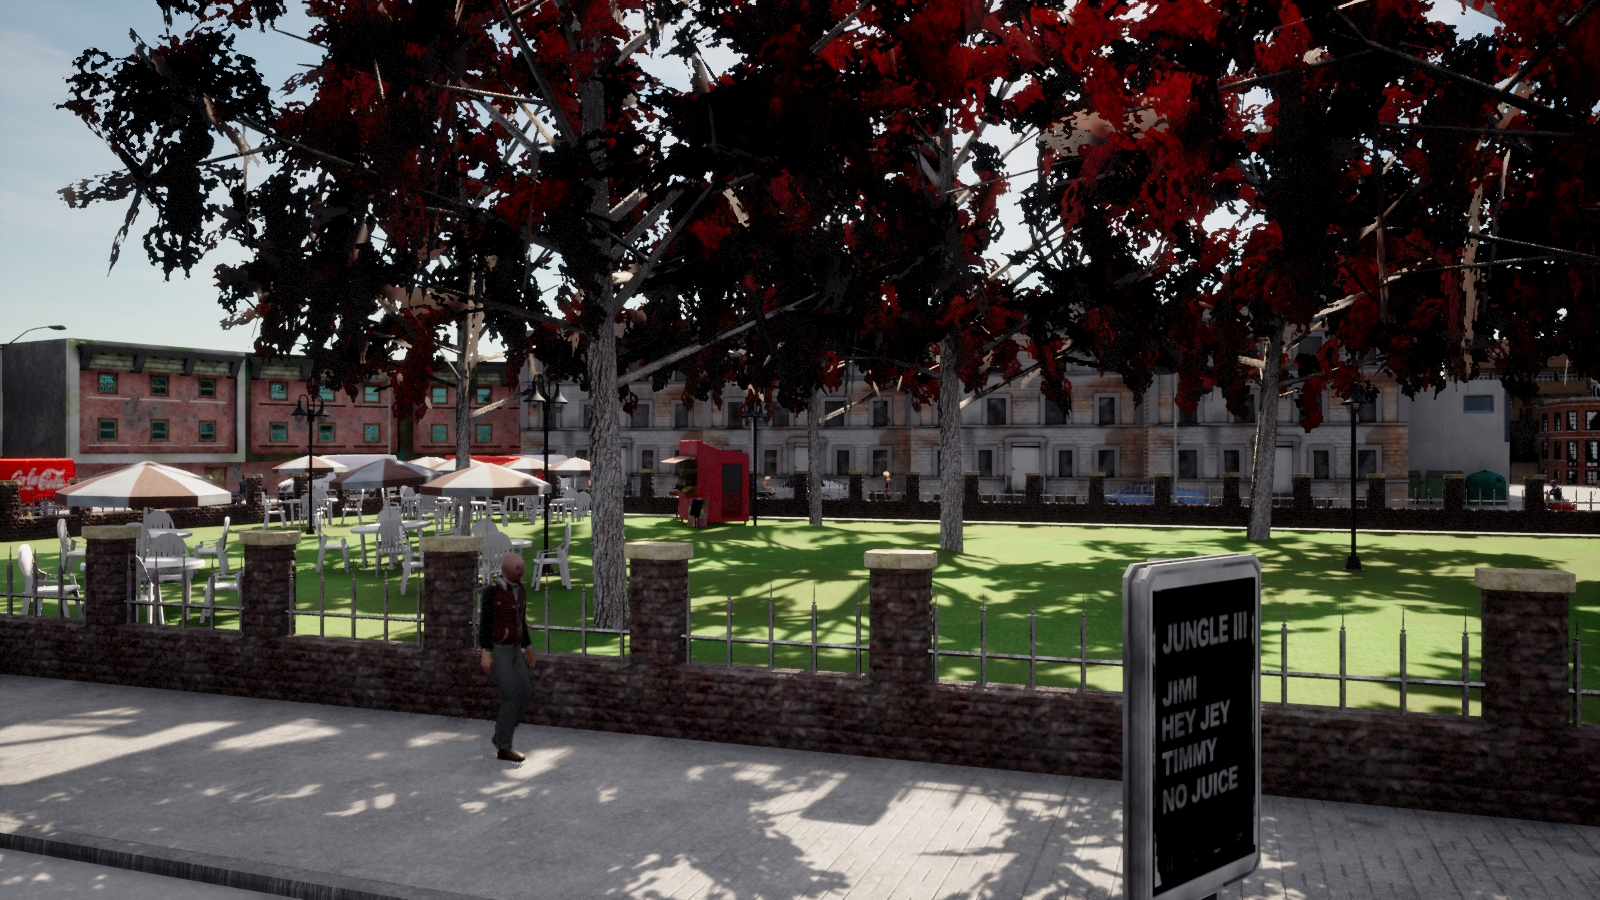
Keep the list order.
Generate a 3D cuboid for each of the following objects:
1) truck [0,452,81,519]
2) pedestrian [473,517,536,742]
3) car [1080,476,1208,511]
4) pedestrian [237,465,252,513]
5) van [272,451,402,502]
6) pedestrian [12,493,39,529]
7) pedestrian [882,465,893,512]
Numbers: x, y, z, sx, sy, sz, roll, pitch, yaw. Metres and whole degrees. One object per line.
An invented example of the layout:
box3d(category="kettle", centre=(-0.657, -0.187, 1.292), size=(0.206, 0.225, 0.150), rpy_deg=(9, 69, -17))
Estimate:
box3d(category="truck", centre=(-30.837, 1.342, 43.596), size=(2.627, 2.467, 5.204), rpy_deg=(0, 0, 20))
box3d(category="pedestrian", centre=(-2.550, 1.523, 9.858), size=(0.375, 1.860, 0.375), rpy_deg=(0, 0, 23))
box3d(category="car", centre=(15.261, 1.886, 50.714), size=(5.357, 1.411, 2.033), rpy_deg=(0, 0, 20))
box3d(category="pedestrian", centre=(-21.726, 1.524, 44.669), size=(0.375, 1.860, 0.375), rpy_deg=(0, 0, 13))
box3d(category="van", centre=(-23.819, 1.317, 58.924), size=(5.915, 2.561, 1.988), rpy_deg=(0, 0, -34))
box3d(category="pedestrian", centre=(-24.313, 1.904, 35.883), size=(0.500, 1.100, 0.500), rpy_deg=(0, 0, 21))
box3d(category="pedestrian", centre=(3.503, 1.525, 45.667), size=(0.375, 1.860, 0.375), rpy_deg=(0, 0, 20))
